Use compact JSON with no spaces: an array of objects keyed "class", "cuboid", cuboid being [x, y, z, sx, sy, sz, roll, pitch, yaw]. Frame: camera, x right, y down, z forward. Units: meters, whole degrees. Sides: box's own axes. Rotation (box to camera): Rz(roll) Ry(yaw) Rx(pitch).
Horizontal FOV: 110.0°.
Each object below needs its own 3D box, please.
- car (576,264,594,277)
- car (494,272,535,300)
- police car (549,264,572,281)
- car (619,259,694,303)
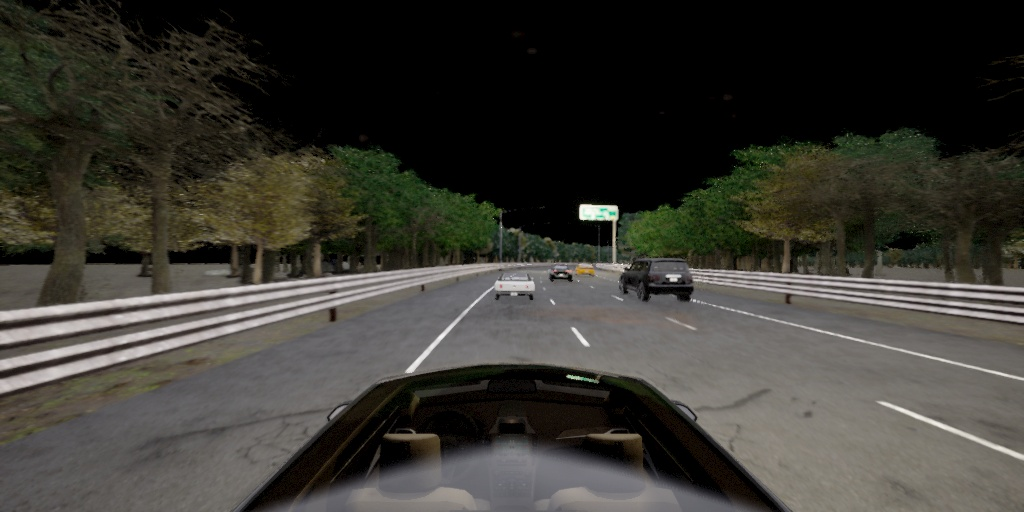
[{"class":"car","cuboid":[8.852,1.682,43.747,1.882,1.535,5.008,0,-1,6]},{"class":"car","cuboid":[0.191,1.475,18.716,1.895,1.301,4.718,0,0,2]},{"class":"police car","cuboid":[4.551,1.581,33.969,2.038,1.542,4.974,1,-1,4]},{"class":"car","cuboid":[7.173,1.150,18.327,2.150,2.045,5.566,0,0,2]}]
